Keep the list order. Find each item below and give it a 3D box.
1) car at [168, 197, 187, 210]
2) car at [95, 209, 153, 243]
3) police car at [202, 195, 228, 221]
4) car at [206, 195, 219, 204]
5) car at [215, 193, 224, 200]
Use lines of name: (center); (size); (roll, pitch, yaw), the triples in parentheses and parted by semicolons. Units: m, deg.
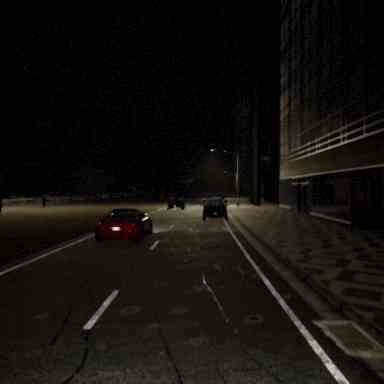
car: (-1.720, 1.325, 39.456); (1.837, 1.490, 4.892); (0, 0, 5)
car: (-3.084, 1.486, 15.791); (1.994, 1.385, 4.181); (0, 0, 2)
police car: (1.804, 1.304, 26.292); (1.930, 1.638, 5.238); (0, 0, 3)
car: (3.705, 1.301, 59.782); (2.033, 1.411, 5.357); (0, 0, 7)
car: (6.687, 1.032, 80.389); (1.837, 1.490, 4.892); (0, 0, 10)
